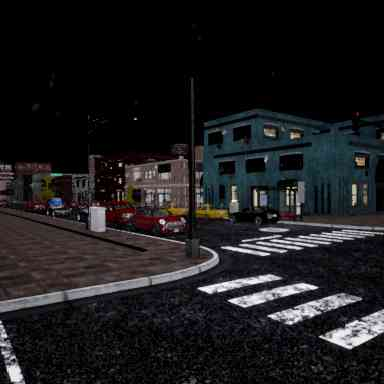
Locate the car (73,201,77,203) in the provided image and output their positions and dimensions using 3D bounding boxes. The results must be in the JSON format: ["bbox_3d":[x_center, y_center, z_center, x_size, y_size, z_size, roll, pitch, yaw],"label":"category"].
[{"bbox_3d":[-22.266,2.279,61.589,1.802,1.307,4.206,-1,0,-37],"label":"car"}]

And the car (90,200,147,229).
[{"bbox_3d":[-5.438,1.615,24.843,2.192,1.841,5.009,-1,0,-37],"label":"car"}]

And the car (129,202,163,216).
[{"bbox_3d":[-5.439,1.911,38.875,2.008,1.369,4.403,-1,0,-37],"label":"car"}]

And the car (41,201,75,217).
[{"bbox_3d":[-15.530,2.053,38.472,2.008,1.369,4.403,-1,0,-37],"label":"car"}]

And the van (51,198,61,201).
[{"bbox_3d":[-29.002,2.173,70.675,1.690,1.788,3.998,-1,0,-37],"label":"van"}]

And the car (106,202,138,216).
[{"bbox_3d":[-8.141,1.921,38.185,1.812,1.442,4.674,-1,0,-37],"label":"car"}]

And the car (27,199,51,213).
[{"bbox_3d":[-22.266,1.952,47.558,2.192,1.841,5.009,-1,0,-37],"label":"car"}]

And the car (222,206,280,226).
[{"bbox_3d":[4.658,1.724,25.246,1.947,1.339,4.313,-1,0,-37],"label":"car"}]

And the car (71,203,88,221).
[{"bbox_3d":[-8.798,1.918,29.387,2.008,1.369,4.403,-1,0,-37],"label":"car"}]

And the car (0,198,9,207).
[{"bbox_3d":[-42.492,2.357,74.790,2.192,1.841,5.009,-1,0,-37],"label":"car"}]

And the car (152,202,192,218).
[{"bbox_3d":[-2.176,1.820,34.468,1.752,1.417,4.829,-1,0,-37],"label":"car"}]

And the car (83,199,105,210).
[{"bbox_3d":[-15.539,2.002,52.503,1.967,1.590,4.097,-1,0,-37],"label":"car"}]

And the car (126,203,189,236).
[{"bbox_3d":[-2.069,1.673,20.301,1.967,1.590,4.097,-1,0,-37],"label":"car"}]

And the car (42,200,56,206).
[{"bbox_3d":[-32.362,2.444,75.218,1.887,1.381,4.507,-1,0,-37],"label":"car"}]

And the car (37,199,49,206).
[{"bbox_3d":[-35.829,2.494,79.898,1.752,1.417,4.829,-1,0,-37],"label":"car"}]

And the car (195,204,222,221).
[{"bbox_3d":[1.190,1.753,29.926,1.752,1.417,4.829,-1,0,-37],"label":"car"}]
